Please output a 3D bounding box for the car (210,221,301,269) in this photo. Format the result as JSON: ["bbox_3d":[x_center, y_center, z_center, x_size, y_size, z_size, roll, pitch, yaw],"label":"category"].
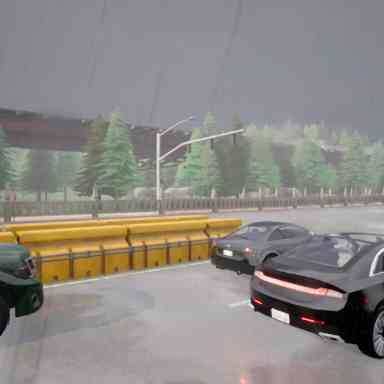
[{"bbox_3d":[2.572,1.564,9.860,4.181,1.385,1.994,0,0,-36],"label":"car"}]

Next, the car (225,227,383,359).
[{"bbox_3d":[3.181,1.492,5.999,4.902,1.511,2.128,0,0,-36],"label":"car"}]

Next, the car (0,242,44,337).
[{"bbox_3d":[-5.055,1.221,4.447,5.566,2.045,2.150,0,0,-35],"label":"car"}]
